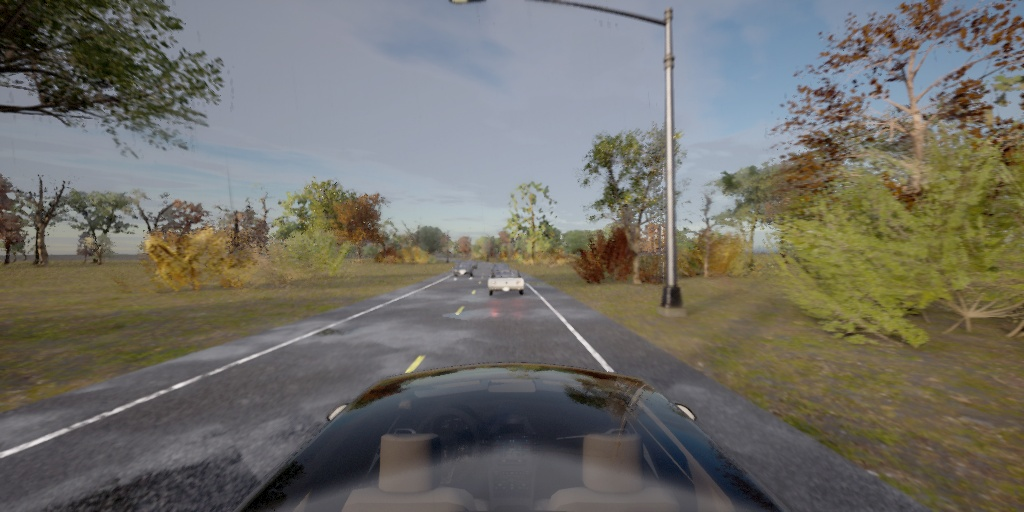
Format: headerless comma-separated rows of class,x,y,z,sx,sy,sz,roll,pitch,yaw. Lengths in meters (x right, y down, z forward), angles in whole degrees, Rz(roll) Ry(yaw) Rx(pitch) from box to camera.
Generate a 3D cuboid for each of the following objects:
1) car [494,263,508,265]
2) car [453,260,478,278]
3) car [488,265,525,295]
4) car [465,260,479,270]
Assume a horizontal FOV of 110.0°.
car,-1.032,1.380,33.929,2.033,1.411,5.357,-1,0,-3
car,-4.869,1.371,36.588,2.128,1.511,4.902,-1,0,-3
car,-0.353,1.402,20.253,1.895,1.301,4.718,-1,0,-2
car,-6.510,1.393,58.219,2.128,1.511,4.902,-1,0,-6
